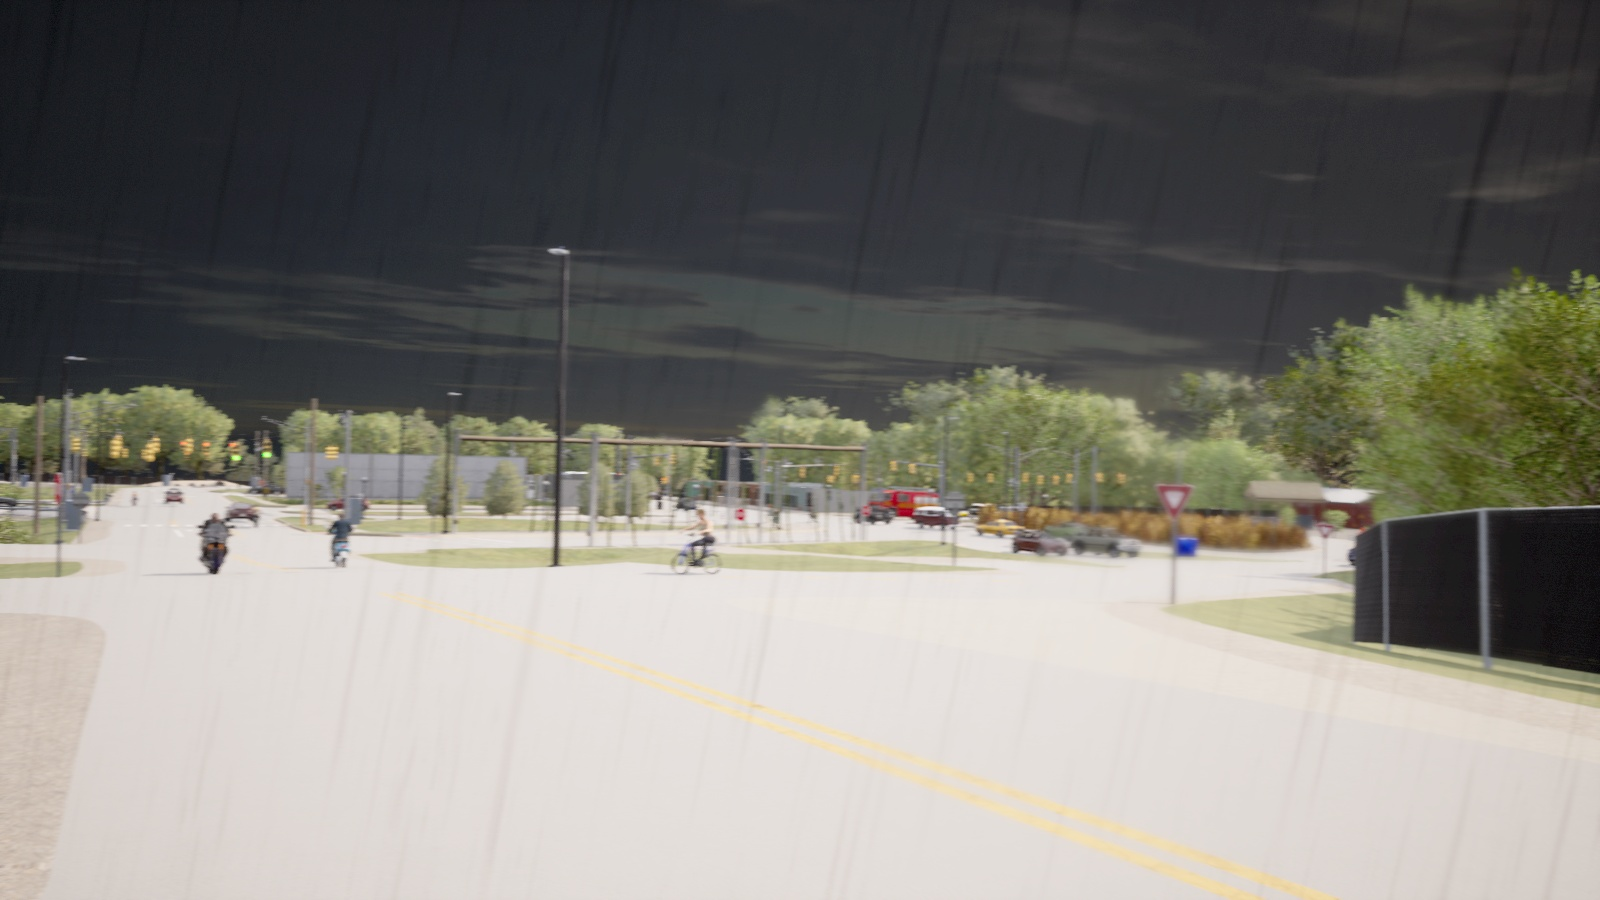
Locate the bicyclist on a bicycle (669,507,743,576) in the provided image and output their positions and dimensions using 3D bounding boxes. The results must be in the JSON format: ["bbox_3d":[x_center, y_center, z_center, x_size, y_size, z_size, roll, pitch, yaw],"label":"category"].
[{"bbox_3d":[-2.278,2.220,30.510,1.509,1.612,0.866,4,-3,-42],"label":"bicyclist on a bicycle"}]

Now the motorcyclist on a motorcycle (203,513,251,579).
[{"bbox_3d":[-13.960,2.332,30.571,0.866,1.530,2.191,2,-4,-28],"label":"motorcyclist on a motorcycle"}]

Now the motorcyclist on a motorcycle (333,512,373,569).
[{"bbox_3d":[-12.909,2.619,36.252,0.866,1.590,1.817,1,-4,-26],"label":"motorcyclist on a motorcycle"}]

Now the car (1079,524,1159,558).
[{"bbox_3d":[19.669,5.580,77.591,1.932,1.855,4.605,2,-2,-34],"label":"car"}]

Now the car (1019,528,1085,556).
[{"bbox_3d":[15.502,5.666,77.445,1.816,1.474,4.193,2,-1,-25],"label":"car"}]
